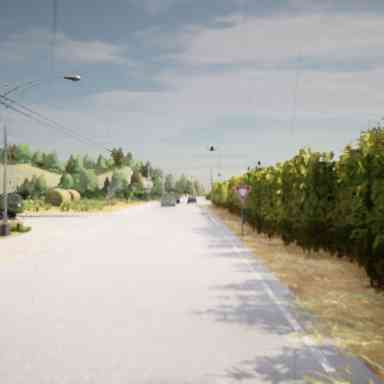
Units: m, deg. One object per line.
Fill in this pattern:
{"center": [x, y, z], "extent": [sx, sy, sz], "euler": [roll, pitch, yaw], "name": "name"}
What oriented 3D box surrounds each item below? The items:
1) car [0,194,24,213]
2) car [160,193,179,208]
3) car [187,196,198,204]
{"center": [-16.931, 1.223, 27.457], "extent": [5.566, 2.045, 2.150], "euler": [0, 0, -1], "name": "car"}
{"center": [-3.574, 1.408, 50.386], "extent": [2.097, 1.767, 4.553], "euler": [0, 0, 0], "name": "car"}
{"center": [0.015, 1.576, 65.408], "extent": [1.837, 1.490, 4.892], "euler": [0, 0, 1], "name": "car"}
